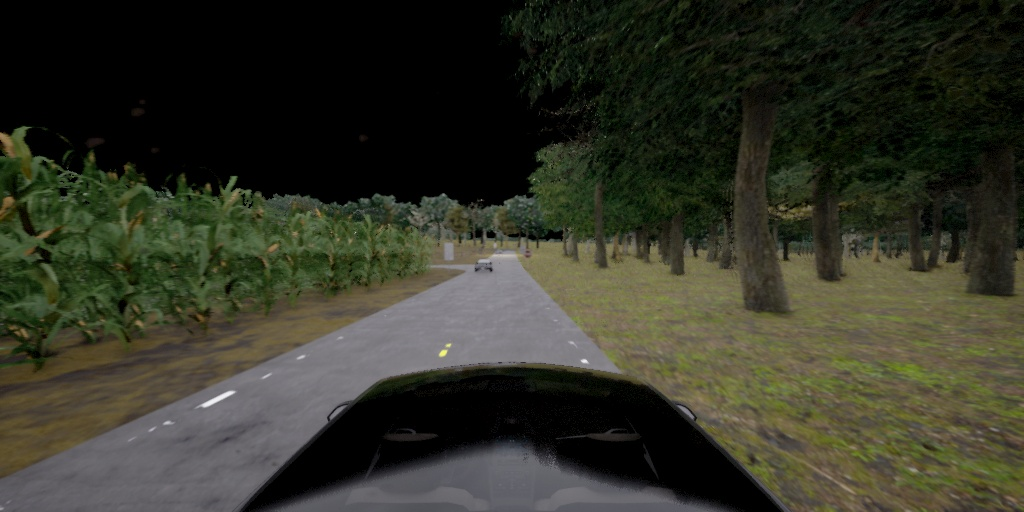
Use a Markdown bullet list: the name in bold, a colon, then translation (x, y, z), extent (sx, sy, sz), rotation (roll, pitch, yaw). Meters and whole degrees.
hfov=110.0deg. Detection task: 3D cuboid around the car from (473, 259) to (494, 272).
- **car**: translation (-3.046, 1.015, 39.595), extent (1.812, 1.442, 4.674), rotation (0, 1, 0)
